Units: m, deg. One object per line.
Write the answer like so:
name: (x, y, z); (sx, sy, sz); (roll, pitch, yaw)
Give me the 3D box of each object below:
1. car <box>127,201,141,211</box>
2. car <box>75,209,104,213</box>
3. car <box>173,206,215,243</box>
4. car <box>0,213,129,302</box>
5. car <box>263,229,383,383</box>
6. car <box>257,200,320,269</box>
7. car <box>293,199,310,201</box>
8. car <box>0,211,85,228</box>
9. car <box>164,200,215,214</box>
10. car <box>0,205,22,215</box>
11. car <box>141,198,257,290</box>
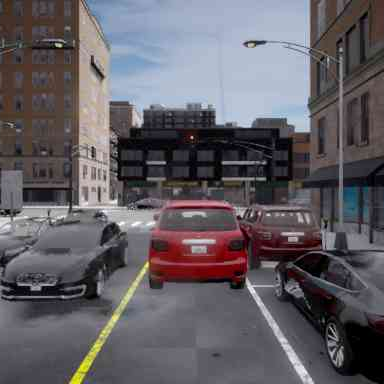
car: (-5.171, 1.474, 38.969); (4.902, 1.511, 2.128); (0, 0, 0)
car: (-5.387, 1.566, 16.717); (1.947, 1.339, 4.313); (0, 0, 0)
car: (0.092, 1.526, 16.972); (1.812, 1.442, 4.674); (0, 0, 0)
car: (-2.841, 1.505, 8.488); (1.837, 1.490, 4.892); (0, 0, 0)
car: (2.636, 1.566, 5.392); (1.947, 1.339, 4.313); (0, 0, 0)
car: (2.637, 1.315, 11.054); (2.192, 1.841, 5.009); (0, 0, 0)
car: (12.440, 1.562, 39.043); (4.902, 1.511, 2.128); (0, 0, 0)
car: (-5.388, 1.551, 11.055); (2.008, 1.369, 4.403); (0, 0, 0)
car: (-0.282, 1.554, 35.739); (5.357, 1.411, 2.033); (0, 0, 0)
car: (-17.512, 1.524, 28.959); (4.718, 1.301, 1.895); (0, 0, 0)
car: (0.080, 1.222, 9.212); (2.150, 2.045, 5.566); (0, 0, -1)
